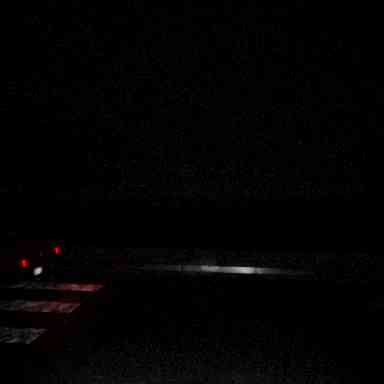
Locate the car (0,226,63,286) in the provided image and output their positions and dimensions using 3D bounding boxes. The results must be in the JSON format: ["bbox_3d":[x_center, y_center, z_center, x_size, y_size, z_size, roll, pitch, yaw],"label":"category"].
[{"bbox_3d":[-5.652,1.473,7.733,4.718,1.301,1.895,0,2,7],"label":"car"}]
